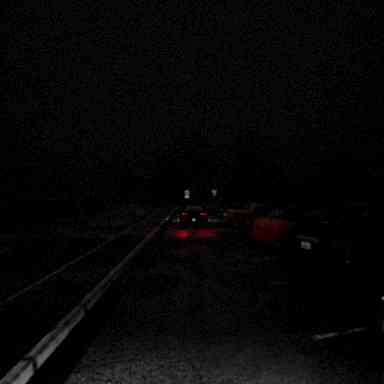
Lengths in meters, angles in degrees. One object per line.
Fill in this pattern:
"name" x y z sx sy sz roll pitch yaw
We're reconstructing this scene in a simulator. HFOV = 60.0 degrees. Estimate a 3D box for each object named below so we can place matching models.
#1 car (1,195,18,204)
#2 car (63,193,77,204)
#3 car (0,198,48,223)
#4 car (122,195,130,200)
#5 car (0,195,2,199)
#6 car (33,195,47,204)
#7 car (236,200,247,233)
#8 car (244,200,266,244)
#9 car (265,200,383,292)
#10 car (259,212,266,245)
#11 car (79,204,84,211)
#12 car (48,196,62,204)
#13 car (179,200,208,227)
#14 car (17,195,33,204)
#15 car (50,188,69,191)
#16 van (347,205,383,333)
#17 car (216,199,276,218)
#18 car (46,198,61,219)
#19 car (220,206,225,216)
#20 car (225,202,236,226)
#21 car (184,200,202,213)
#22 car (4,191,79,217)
"car" -36.368 1.525 66.542 2.185 1.767 4.553 1 -3 -19
"car" -24.286 1.395 66.369 2.435 2.045 5.566 1 -3 -19
"car" -13.311 1.467 23.753 5.008 1.535 2.097 -1 0 -20
"car" -14.328 1.346 72.911 5.008 1.535 1.882 2 -2 1
"car" -28.916 1.175 49.461 2.002 1.452 4.674 1 -1 -19
"car" -30.304 1.520 66.399 2.185 1.767 4.553 1 -3 -19
"car" 4.870 1.358 16.686 4.553 1.767 2.185 1 0 -20
"car" 4.805 1.358 13.696 4.553 1.767 2.185 1 0 -20
"car" 4.860 1.234 7.761 5.566 2.045 2.435 1 0 -20
"car" 4.834 1.524 10.724 4.674 1.452 2.002 1 0 -20
"car" -13.437 1.440 32.754 5.366 1.575 1.946 -1 1 -20
"car" -27.290 1.648 66.386 2.231 1.521 4.892 1 -3 -19
"car" 0.118 1.524 22.758 1.812 1.442 4.674 0 0 0
"car" -33.341 1.524 66.504 2.185 1.767 4.553 1 -3 -19
"car" -29.725 0.182 73.232 5.566 2.045 2.150 4 -2 1
"van" 4.723 1.257 4.730 4.442 1.987 1.878 1 0 -20
"car" 4.866 1.482 30.250 4.892 1.521 2.231 1 0 -20
"car" -13.292 1.504 26.778 4.674 1.452 2.002 -1 0 -20
"car" 5.021 1.482 23.531 5.366 1.575 1.946 1 0 -20
"car" 4.818 1.512 20.056 4.792 1.488 2.163 1 0 -20
"car" 0.151 1.574 37.433 1.895 1.301 4.718 0 0 0
"car" -13.304 1.205 29.779 5.566 2.045 2.435 -1 0 -20
